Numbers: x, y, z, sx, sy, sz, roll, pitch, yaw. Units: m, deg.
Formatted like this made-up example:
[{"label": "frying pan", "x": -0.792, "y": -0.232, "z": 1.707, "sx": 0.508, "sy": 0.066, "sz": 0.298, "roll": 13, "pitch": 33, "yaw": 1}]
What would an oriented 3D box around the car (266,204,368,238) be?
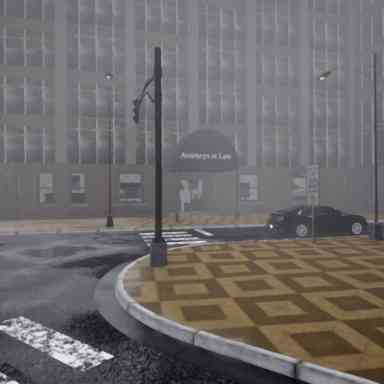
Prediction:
[{"label": "car", "x": 6.012, "y": 1.321, "z": 15.951, "sx": 4.892, "sy": 1.490, "sz": 1.837, "roll": 0, "pitch": 0, "yaw": -14}]
